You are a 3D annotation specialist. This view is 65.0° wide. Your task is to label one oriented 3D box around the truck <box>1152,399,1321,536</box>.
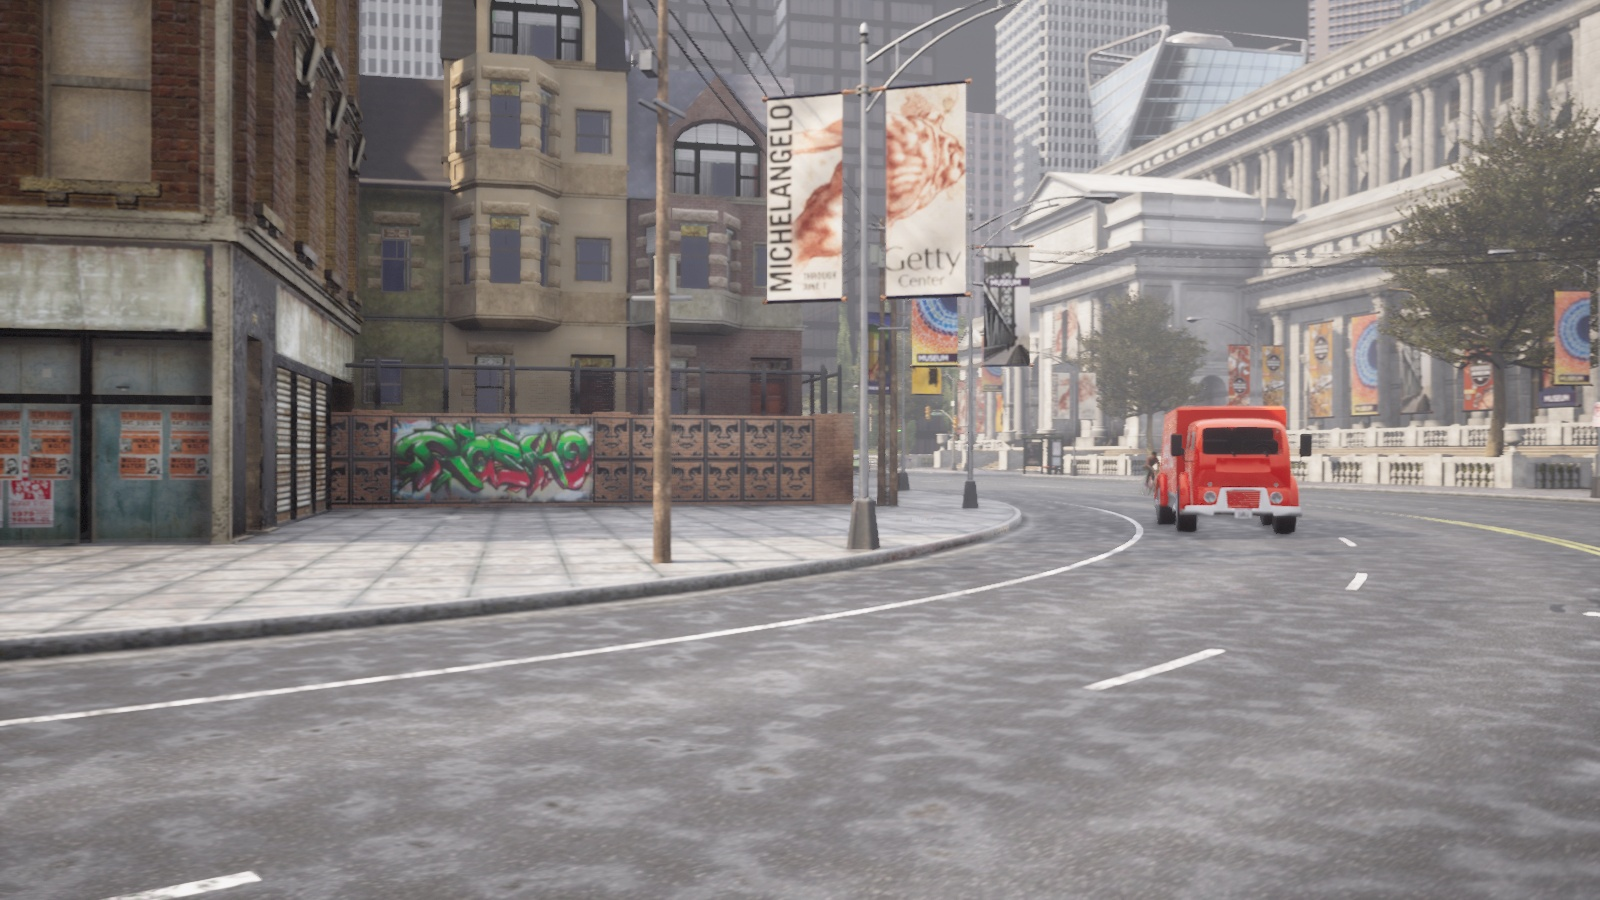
[{"bbox_3d":[8.637,0.322,25.404,2.627,2.467,5.204,0,0,12],"label":"truck"}]
